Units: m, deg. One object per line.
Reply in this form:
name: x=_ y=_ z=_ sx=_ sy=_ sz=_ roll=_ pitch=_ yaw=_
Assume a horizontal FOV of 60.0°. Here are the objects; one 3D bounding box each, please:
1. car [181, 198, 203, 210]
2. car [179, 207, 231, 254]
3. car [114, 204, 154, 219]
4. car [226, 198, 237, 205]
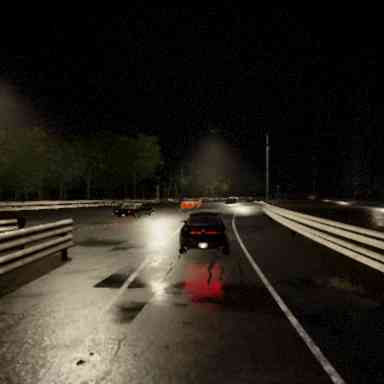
car: x=0.023 y=1.679 z=47.688 sx=2.097 sy=1.767 sz=4.553 roll=0 pitch=-1 yaw=18
car: x=0.542 y=1.587 z=13.895 sx=1.837 sy=1.490 sz=4.892 roll=0 pitch=0 yaw=4
car: x=-5.277 y=1.749 z=30.895 sx=1.895 sy=1.301 sz=4.718 roll=0 pitch=0 yaw=18
car: x=9.077 y=2.166 z=76.344 sx=1.837 sy=1.490 sz=4.892 roll=0 pitch=-1 yaw=18
